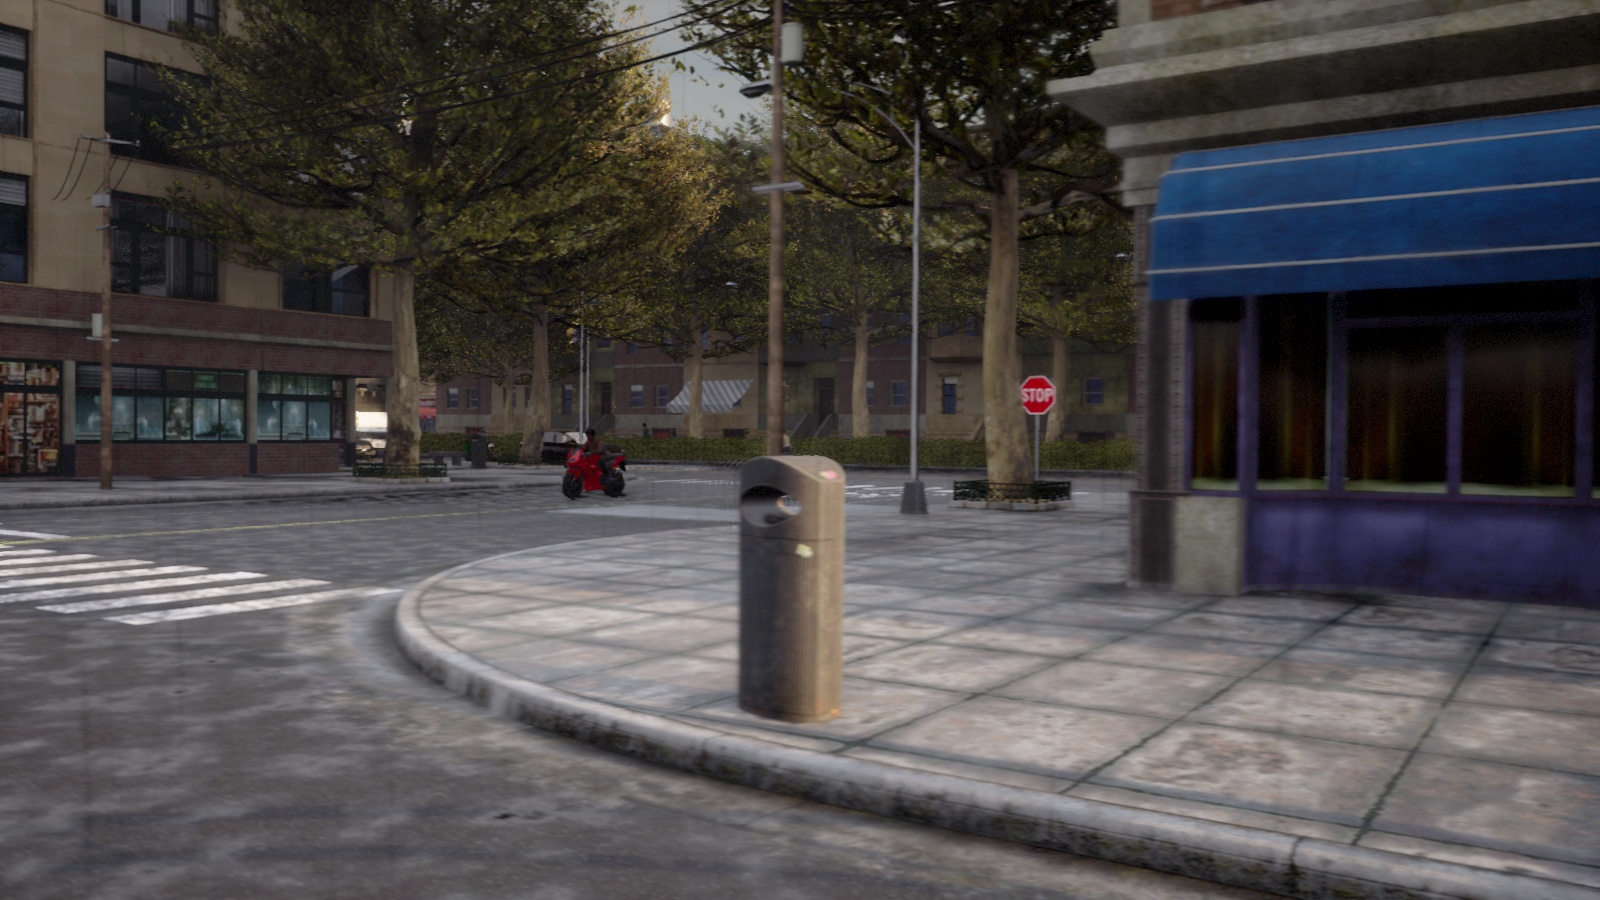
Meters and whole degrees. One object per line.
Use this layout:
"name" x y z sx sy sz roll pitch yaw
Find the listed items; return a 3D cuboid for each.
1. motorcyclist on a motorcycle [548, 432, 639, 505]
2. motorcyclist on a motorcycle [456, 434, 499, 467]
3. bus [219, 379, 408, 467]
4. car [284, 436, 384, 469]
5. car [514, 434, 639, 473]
"motorcyclist on a motorcycle" -4.497 0.378 27.529 0.797 1.523 2.044 0 1 32
"motorcyclist on a motorcycle" -15.135 0.045 58.938 2.044 1.523 0.797 0 1 33
"bus" -25.559 -1.312 65.724 10.273 4.253 3.944 0 1 33
"car" -22.029 0.126 59.273 4.892 1.490 1.837 0 1 33
"car" -9.081 0.119 50.833 4.792 1.488 2.163 0 1 33
